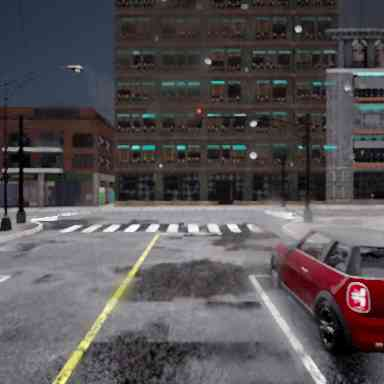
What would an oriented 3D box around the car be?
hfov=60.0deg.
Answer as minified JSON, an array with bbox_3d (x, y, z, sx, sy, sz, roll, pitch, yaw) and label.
[{"bbox_3d":[2.724,1.330,5.938,1.967,1.590,4.097,1,1,0],"label":"car"}]
